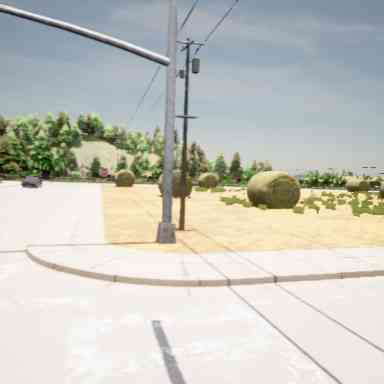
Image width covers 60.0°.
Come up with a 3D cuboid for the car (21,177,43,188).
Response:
[{"bbox_3d":[-20.287,-1.265,42.443,2.033,1.411,5.357,1,3,-15],"label":"car"}]
